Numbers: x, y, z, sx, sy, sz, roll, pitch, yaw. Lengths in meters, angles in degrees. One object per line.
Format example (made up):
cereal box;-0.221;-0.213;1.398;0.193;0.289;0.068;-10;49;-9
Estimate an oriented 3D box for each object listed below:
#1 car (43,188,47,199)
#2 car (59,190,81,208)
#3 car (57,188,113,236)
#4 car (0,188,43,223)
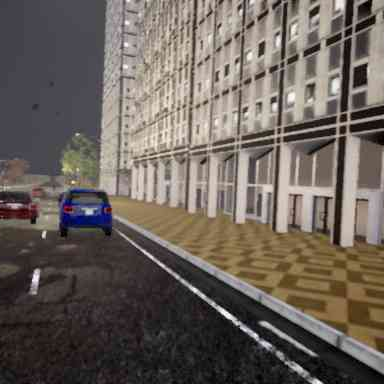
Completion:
car;-20.529;0.176;44.692;1.812;1.442;4.674;2;1;-23
car;-12.086;0.654;32.721;1.812;1.442;4.674;2;1;-22
car;-5.182;0.827;16.014;2.150;2.045;5.566;2;1;-22
car;-9.936;0.736;19.089;2.097;1.767;4.553;2;1;-23
